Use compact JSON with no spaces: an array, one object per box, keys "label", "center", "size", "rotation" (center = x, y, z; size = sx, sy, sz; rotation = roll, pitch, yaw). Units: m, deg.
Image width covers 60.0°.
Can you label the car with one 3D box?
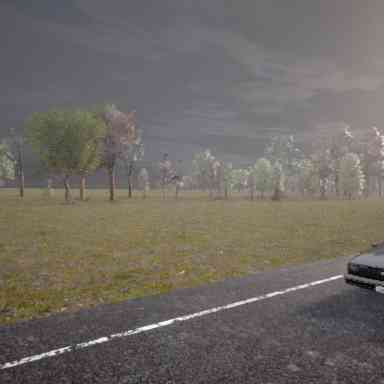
[{"label":"car","center":[5.938,1.548,8.125],"size":[5.357,1.411,2.033],"rotation":[0,0,-36]}]
